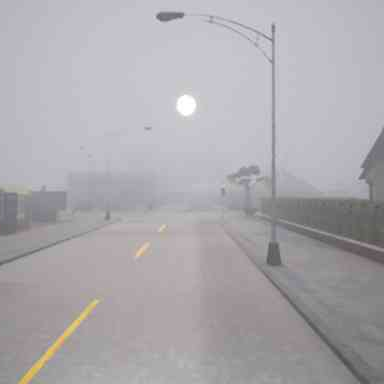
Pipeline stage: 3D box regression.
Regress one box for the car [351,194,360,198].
[{"bbox_3d":[38.008,1.512,76.462,1.905,1.878,3.866,0,0,0],"label":"car"}]
